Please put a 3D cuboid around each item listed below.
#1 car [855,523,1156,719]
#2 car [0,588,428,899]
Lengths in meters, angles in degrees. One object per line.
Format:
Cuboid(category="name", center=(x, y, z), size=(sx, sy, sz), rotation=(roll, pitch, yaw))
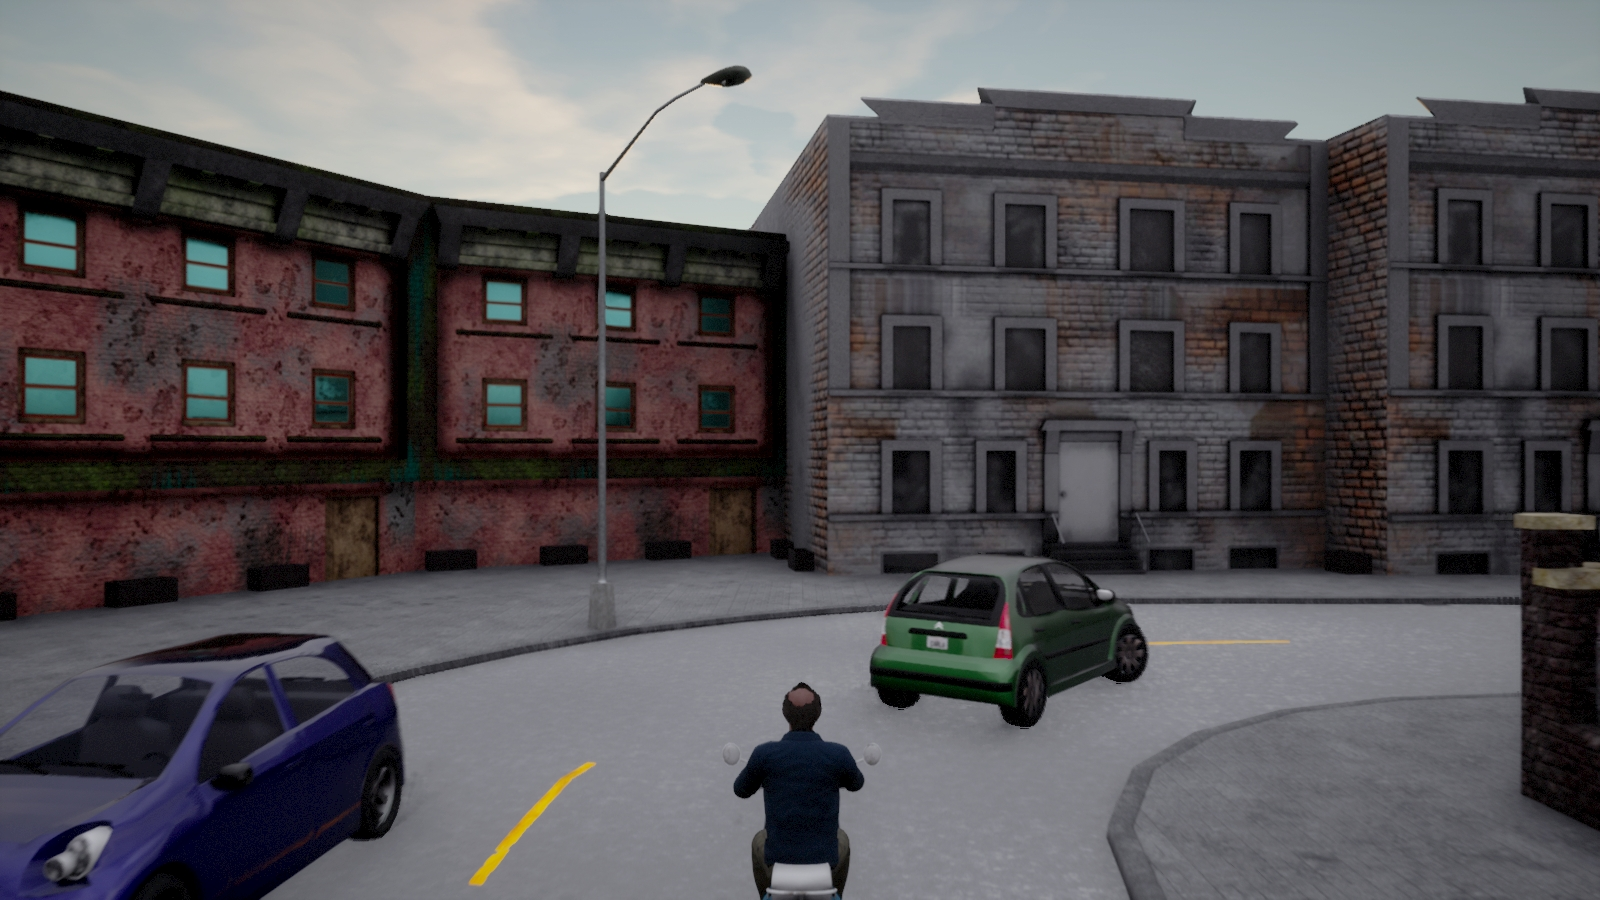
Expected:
Cuboid(category="car", center=(2.509, 1.781, 13.155), size=(1.851, 1.617, 3.988), rotation=(0, 0, 36))
Cuboid(category="car", center=(-3.910, 1.818, 6.961), size=(1.845, 1.501, 3.633), rotation=(0, 0, 5))
